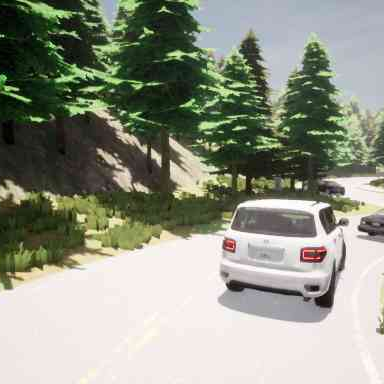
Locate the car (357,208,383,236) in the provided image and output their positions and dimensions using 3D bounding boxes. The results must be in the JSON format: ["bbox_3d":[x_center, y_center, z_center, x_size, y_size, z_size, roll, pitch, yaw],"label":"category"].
[{"bbox_3d":[10.131,1.410,15.809,5.357,1.411,2.033,-1,5,-32],"label":"car"}]

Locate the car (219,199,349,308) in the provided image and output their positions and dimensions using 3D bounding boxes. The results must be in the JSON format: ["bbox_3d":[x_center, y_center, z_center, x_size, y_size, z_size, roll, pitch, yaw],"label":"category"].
[{"bbox_3d":[2.551,1.198,8.361,2.150,2.045,5.566,3,2,27],"label":"car"}]

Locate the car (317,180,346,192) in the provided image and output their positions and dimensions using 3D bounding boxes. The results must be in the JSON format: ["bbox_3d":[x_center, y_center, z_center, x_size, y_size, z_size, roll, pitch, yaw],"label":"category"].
[{"bbox_3d":[16.072,-0.561,38.910,1.882,1.535,5.008,-1,5,-2],"label":"car"}]

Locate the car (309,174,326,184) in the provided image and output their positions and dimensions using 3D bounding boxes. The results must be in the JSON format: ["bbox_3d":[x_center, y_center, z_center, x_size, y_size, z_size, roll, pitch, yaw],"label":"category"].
[{"bbox_3d":[22.059,-2.332,58.233,1.882,1.535,5.008,3,6,31],"label":"car"}]
